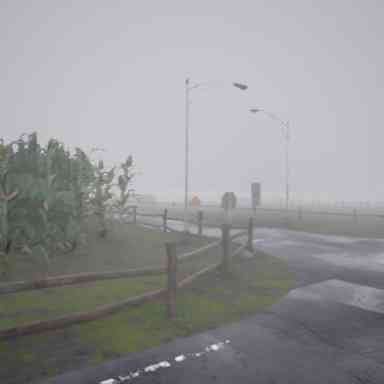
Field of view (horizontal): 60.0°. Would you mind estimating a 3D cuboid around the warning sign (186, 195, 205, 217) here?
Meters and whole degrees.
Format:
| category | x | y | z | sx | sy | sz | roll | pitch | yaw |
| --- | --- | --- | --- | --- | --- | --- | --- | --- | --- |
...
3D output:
| category | x | y | z | sx | sy | sz | roll | pitch | yaw |
| --- | --- | --- | --- | --- | --- | --- | --- | --- | --- |
| warning sign | 0.308 | 1.220 | 29.479 | 1.300 | 1.860 | 1.060 | 0 | 0 | -36 |
